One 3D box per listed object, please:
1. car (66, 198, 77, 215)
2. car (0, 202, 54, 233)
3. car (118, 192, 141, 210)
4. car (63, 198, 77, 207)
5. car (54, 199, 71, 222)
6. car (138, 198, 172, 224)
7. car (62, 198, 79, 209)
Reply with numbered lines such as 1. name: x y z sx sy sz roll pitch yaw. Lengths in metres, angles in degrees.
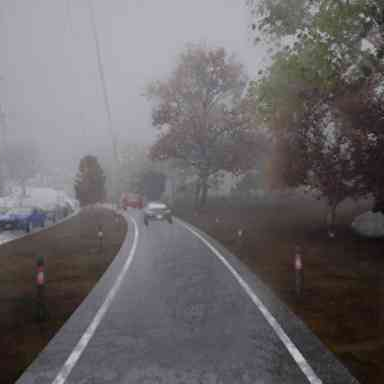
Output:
1. car: -13.129 1.670 33.060 2.097 1.535 5.008 0 0 -13
2. car: -10.746 1.652 21.264 2.097 1.535 5.008 0 0 -9
3. car: -7.428 1.059 39.735 2.150 2.045 5.566 -1 1 -21
4. car: -20.175 1.707 54.833 2.002 1.452 4.674 1 0 -23
5. car: -11.866 1.654 27.492 2.231 1.521 4.892 0 0 -11
6. car: -2.566 1.406 23.443 1.812 1.442 4.674 -1 0 -12
7. car: -17.862 1.645 49.142 2.097 1.535 5.008 -2 0 -18
